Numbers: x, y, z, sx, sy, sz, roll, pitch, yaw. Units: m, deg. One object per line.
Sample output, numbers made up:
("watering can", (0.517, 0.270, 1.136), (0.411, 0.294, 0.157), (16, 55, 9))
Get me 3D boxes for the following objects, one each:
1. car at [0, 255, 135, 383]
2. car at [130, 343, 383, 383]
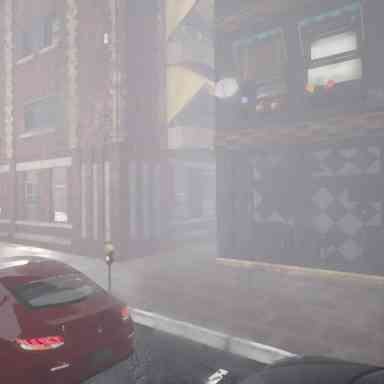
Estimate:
("car", (-2.633, 1.583, 4.720), (4.206, 1.307, 1.802), (0, -1, 35))
("car", (1.975, 1.566, 1.439), (4.313, 1.339, 1.947), (0, -1, 35))
